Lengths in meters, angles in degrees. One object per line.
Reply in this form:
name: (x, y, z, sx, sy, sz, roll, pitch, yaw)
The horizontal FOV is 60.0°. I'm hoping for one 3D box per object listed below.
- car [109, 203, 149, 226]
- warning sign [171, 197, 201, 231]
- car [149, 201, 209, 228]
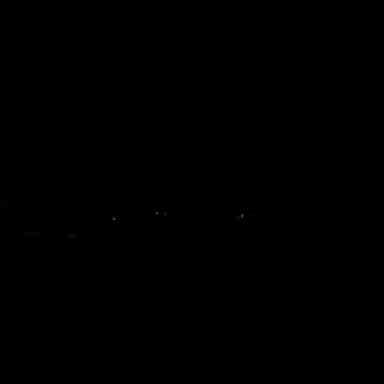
car: (-3.695, 1.540, 23.774, 2.128, 1.511, 4.902, 1, 0, 35)
warning sign: (-0.347, 1.212, 19.310, 1.300, 1.860, 1.060, 1, 1, 35)
car: (-0.489, 1.436, 23.212, 2.097, 1.767, 4.553, 1, 0, 35)
